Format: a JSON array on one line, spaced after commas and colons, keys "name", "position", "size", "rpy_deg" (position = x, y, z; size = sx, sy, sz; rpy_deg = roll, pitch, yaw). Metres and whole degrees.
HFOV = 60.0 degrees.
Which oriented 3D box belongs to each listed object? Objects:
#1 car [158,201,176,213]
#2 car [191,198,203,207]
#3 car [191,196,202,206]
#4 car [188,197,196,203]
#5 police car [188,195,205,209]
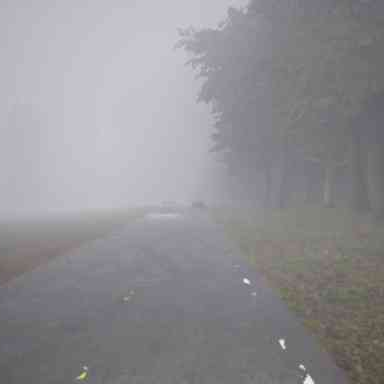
[{"name": "car", "position": [-2.842, 1.725, 38.912], "size": [1.895, 1.301, 4.718], "rpy_deg": [0, 0, 0]}, {"name": "car", "position": [0.829, 1.758, 57.715], "size": [1.882, 1.535, 5.008], "rpy_deg": [0, -1, 0]}, {"name": "car", "position": [0.828, 1.706, 63.689], "size": [2.097, 1.767, 4.553], "rpy_deg": [0, -1, 0]}, {"name": "car", "position": [0.006, 2.019, 82.207], "size": [2.033, 1.411, 5.357], "rpy_deg": [0, -1, 0]}, {"name": "police car", "position": [0.828, 1.609, 47.823], "size": [1.930, 1.638, 5.238], "rpy_deg": [0, 0, 0]}]
